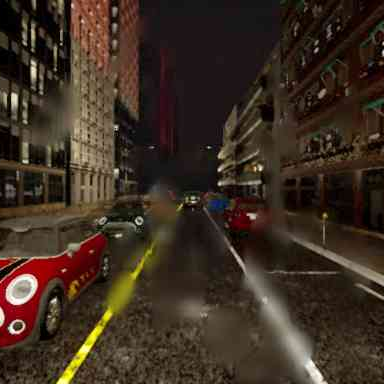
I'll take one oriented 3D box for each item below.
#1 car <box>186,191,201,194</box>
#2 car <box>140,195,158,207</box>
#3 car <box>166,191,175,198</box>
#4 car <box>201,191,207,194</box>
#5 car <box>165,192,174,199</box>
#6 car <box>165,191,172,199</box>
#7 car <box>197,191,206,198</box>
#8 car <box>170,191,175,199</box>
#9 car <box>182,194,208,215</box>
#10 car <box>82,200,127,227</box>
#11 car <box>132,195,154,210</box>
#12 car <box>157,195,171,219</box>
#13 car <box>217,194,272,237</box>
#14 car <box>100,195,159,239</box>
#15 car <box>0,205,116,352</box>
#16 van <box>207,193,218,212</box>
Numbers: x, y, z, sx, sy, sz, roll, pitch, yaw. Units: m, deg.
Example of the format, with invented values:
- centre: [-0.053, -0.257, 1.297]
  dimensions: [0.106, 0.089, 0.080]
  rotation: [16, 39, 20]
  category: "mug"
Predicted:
- centre: [0.093, 0.884, 44.977]
  dimensions: [2.150, 2.045, 5.566]
  rotation: [0, 1, 0]
  category: "car"
- centre: [-5.691, 1.188, 44.569]
  dimensions: [1.752, 1.417, 4.829]
  rotation: [0, 0, 0]
  category: "car"
- centre: [-5.689, 0.663, 89.144]
  dimensions: [2.192, 1.841, 5.009]
  rotation: [0, 0, 0]
  category: "car"
- centre: [2.689, 0.977, 44.738]
  dimensions: [2.192, 1.841, 5.009]
  rotation: [0, 0, 0]
  category: "car"
- centre: [-5.689, 0.826, 83.594]
  dimensions: [1.967, 1.590, 4.097]
  rotation: [0, 0, 0]
  category: "car"
- centre: [-5.690, 1.053, 66.942]
  dimensions: [2.008, 1.369, 4.403]
  rotation: [0, 0, 0]
  category: "car"
- centre: [2.692, 0.625, 94.695]
  dimensions: [2.192, 1.841, 5.009]
  rotation: [0, 0, 0]
  category: "car"
- centre: [-5.689, 1.006, 78.044]
  dimensions: [1.802, 1.307, 4.206]
  rotation: [0, 0, 0]
  category: "car"
- centre: [0.100, 1.257, 30.761]
  dimensions: [2.128, 1.511, 4.902]
  rotation: [0, 1, 0]
  category: "car"
- centre: [-5.691, 1.353, 22.366]
  dimensions: [1.752, 1.417, 4.829]
  rotation: [0, 0, 0]
  category: "car"
- centre: [-5.691, 1.142, 39.187]
  dimensions: [1.967, 1.590, 4.097]
  rotation: [0, 0, 0]
  category: "car"
- centre: [-2.999, 1.273, 26.726]
  dimensions: [1.882, 1.535, 5.008]
  rotation: [0, 0, 0]
  category: "car"
- centre: [2.689, 1.184, 16.985]
  dimensions: [2.192, 1.841, 5.009]
  rotation: [0, 0, 0]
  category: "car"
- centre: [-3.051, 1.226, 16.281]
  dimensions: [2.097, 1.767, 4.553]
  rotation: [0, 0, 0]
  category: "car"
- centre: [-3.089, 1.302, 6.389]
  dimensions: [2.097, 1.767, 4.553]
  rotation: [0, 0, 0]
  category: "car"
- centre: [2.689, 1.085, 33.637]
  dimensions: [1.690, 1.788, 3.998]
  rotation: [0, 0, 0]
  category: "van"
